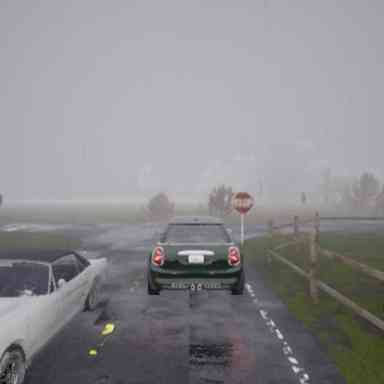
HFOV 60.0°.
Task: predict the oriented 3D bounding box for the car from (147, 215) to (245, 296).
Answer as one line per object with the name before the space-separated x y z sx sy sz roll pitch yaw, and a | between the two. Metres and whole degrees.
car | 0.080 1.409 8.955 2.097 1.767 4.553 0 0 0

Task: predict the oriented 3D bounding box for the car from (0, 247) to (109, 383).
car | -2.787 1.634 5.066 1.895 1.301 4.718 0 0 1
